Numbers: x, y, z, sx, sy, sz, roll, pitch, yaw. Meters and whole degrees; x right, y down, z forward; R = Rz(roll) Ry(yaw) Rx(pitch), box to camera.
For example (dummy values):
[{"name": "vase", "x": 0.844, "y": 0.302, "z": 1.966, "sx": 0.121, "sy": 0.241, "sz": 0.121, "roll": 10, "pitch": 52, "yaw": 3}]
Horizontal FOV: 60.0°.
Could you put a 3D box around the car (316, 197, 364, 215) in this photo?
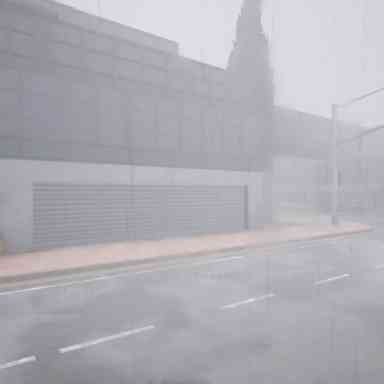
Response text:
[{"name": "car", "x": 15.390, "y": 1.350, "z": 34.848, "sx": 2.097, "sy": 1.767, "sz": 4.553, "roll": 0, "pitch": 0, "yaw": -36}]
